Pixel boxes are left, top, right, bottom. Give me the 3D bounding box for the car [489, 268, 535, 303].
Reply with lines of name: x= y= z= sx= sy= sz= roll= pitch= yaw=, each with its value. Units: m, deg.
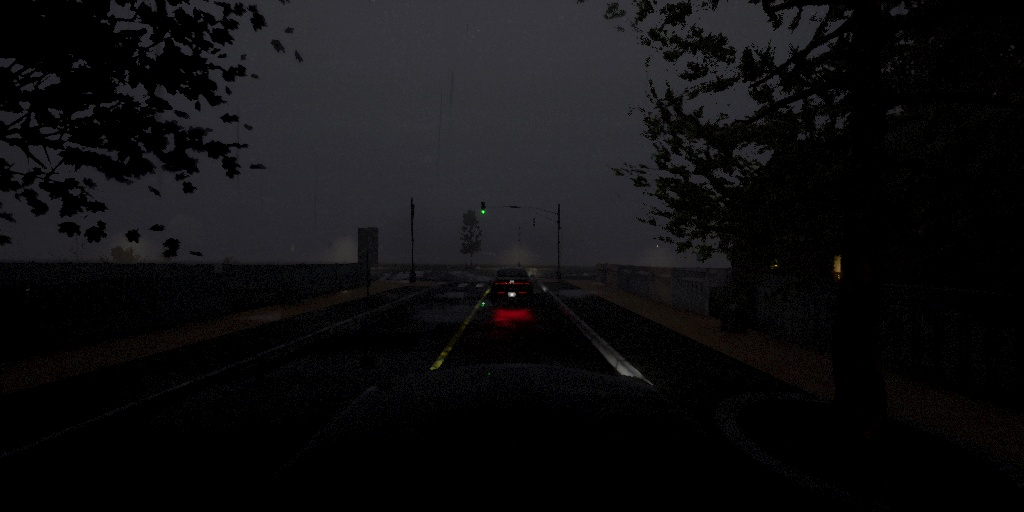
car: x=0.000 y=1.260 z=16.503 sx=1.837 sy=1.490 sz=4.892 roll=0 pitch=0 yaw=0
